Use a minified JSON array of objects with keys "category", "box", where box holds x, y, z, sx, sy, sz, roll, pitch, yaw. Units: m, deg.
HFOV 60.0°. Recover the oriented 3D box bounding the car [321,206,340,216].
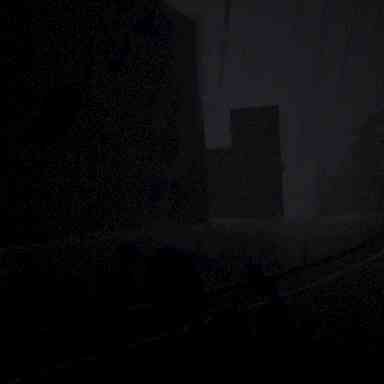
[{"category":"car","box":[23.260,3.198,55.942,2.128,1.511,4.902,-4,-3,4]}]
